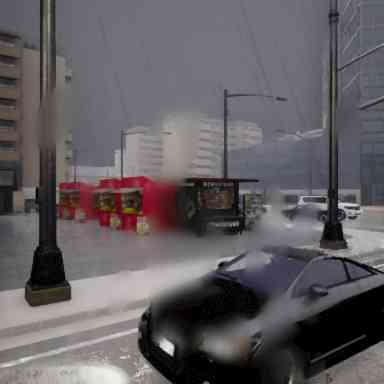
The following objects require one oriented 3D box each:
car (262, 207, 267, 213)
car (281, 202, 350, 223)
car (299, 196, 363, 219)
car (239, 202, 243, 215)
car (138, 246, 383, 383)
[{"bbox_3d":[5.953,1.789,37.708,2.033,1.411,5.357,0,-1,-36],"label":"car"},{"bbox_3d":[9.649,1.707,26.689,1.895,1.301,4.718,0,-1,-37],"label":"car"},{"bbox_3d":[11.977,1.339,29.419,2.150,2.045,5.566,0,-1,-36],"label":"car"},{"bbox_3d":[3.965,1.769,34.484,2.033,1.411,5.357,0,-1,-37],"label":"car"},{"bbox_3d":[1.344,1.564,4.922,4.181,1.385,1.994,0,0,-35],"label":"car"}]
